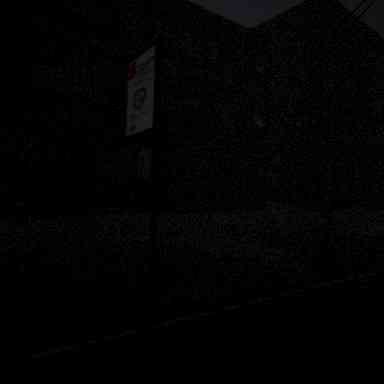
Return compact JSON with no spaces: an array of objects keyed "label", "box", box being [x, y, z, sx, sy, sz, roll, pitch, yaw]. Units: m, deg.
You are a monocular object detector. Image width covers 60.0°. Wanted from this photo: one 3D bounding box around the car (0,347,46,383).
[{"label":"car","box":[-2.741,1.559,1.317,4.181,1.385,1.994,1,-1,-35]}]
